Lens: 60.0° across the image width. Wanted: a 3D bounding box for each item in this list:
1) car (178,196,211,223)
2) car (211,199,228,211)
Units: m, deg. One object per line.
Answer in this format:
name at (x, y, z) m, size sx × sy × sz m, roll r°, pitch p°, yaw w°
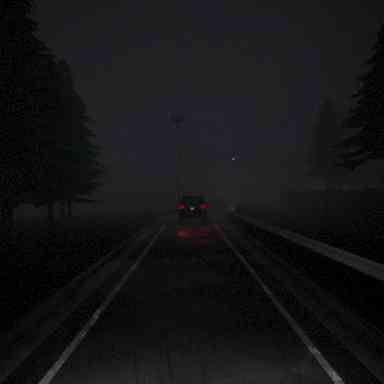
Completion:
car at (0.182, 1.315, 26.535) m, size 2.150 × 2.045 × 5.566 m, roll 0°, pitch -1°, yaw 3°
car at (3.488, 1.687, 44.485) m, size 1.812 × 1.442 × 4.674 m, roll 0°, pitch 0°, yaw 17°
